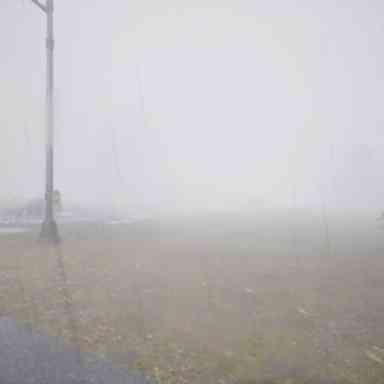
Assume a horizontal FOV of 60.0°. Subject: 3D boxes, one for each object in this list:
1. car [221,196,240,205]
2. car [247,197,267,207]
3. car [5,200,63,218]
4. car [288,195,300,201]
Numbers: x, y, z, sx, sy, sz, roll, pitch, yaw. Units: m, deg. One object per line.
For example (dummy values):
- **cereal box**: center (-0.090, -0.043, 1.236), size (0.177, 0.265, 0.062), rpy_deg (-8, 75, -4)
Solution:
- **car**: center (6.988, 1.550, 60.331), size (1.882, 1.535, 5.008), rpy_deg (1, 1, 34)
- **car**: center (10.338, 1.577, 52.796), size (1.837, 1.490, 4.892), rpy_deg (1, 0, 34)
- **car**: center (-13.920, 1.473, 29.595), size (1.837, 1.490, 4.892), rpy_deg (1, 2, 34)
- **car**: center (28.082, 1.648, 91.340), size (2.033, 1.411, 5.357), rpy_deg (1, 0, 34)
